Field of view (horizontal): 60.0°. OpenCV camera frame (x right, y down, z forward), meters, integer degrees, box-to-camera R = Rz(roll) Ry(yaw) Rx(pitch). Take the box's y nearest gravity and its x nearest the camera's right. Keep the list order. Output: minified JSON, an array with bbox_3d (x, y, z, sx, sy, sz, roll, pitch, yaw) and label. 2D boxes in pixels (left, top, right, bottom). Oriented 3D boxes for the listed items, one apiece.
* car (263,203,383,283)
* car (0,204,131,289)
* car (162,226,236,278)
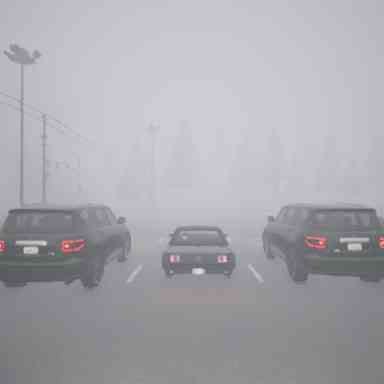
[{"bbox_3d":[3.692,1.347,10.152,2.150,2.045,5.566,0,0,1],"label":"car"},{"bbox_3d":[-3.318,1.338,9.651,2.150,2.045,5.566,0,0,1],"label":"car"},{"bbox_3d":[0.199,1.729,10.577,1.895,1.301,4.718,0,-1,1],"label":"car"}]
